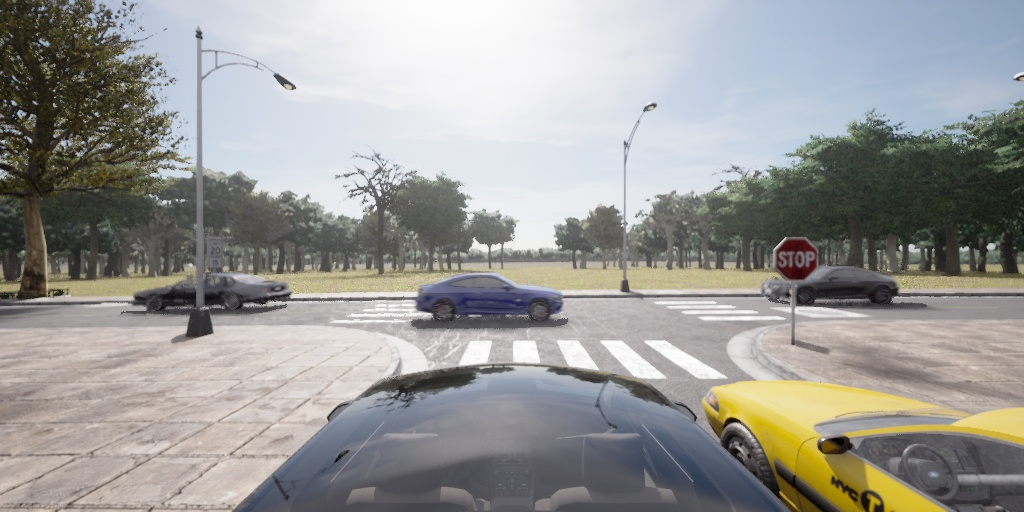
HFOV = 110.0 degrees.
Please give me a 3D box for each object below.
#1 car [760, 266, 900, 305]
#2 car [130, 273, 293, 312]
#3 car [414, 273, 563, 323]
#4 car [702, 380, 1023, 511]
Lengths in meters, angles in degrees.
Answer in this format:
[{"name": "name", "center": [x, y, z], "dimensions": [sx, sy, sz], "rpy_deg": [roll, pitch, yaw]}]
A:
[{"name": "car", "center": [12.570, 1.126, 14.293], "dimensions": [4.674, 1.442, 1.812], "rpy_deg": [0, 0, 1]}, {"name": "car", "center": [-11.967, 1.408, 14.512], "dimensions": [5.357, 1.411, 2.033], "rpy_deg": [-1, 0, 1]}, {"name": "car", "center": [-0.719, 1.248, 11.461], "dimensions": [4.674, 1.442, 1.812], "rpy_deg": [0, 0, 1]}, {"name": "car", "center": [2.636, 1.276, 1.465], "dimensions": [1.751, 1.417, 4.829], "rpy_deg": [0, 0, 0]}]
